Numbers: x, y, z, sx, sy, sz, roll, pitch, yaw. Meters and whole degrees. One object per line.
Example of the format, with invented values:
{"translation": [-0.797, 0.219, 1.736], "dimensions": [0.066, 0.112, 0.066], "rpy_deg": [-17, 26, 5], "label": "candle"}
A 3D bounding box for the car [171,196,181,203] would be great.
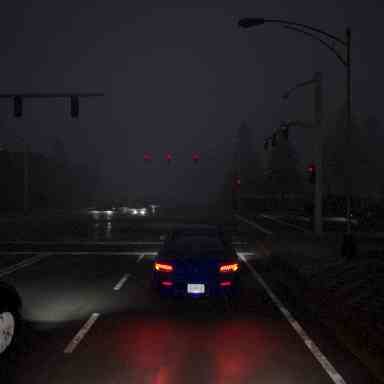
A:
{"translation": [-3.447, 1.476, 69.651], "dimensions": [1.882, 1.535, 5.008], "rpy_deg": [0, 0, 0], "label": "car"}

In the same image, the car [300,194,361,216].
{"translation": [13.078, 1.221, 31.153], "dimensions": [5.566, 2.045, 2.150], "rpy_deg": [0, 0, 0], "label": "car"}

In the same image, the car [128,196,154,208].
{"translation": [-7.091, 1.491, 46.764], "dimensions": [2.128, 1.511, 4.902], "rpy_deg": [0, 0, 0], "label": "car"}

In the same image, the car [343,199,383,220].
{"translation": [15.898, 1.547, 27.652], "dimensions": [5.357, 1.411, 2.033], "rpy_deg": [0, 0, 0], "label": "car"}

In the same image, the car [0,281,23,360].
{"translation": [-3.440, 1.505, 3.008], "dimensions": [1.837, 1.490, 4.892], "rpy_deg": [0, 0, 0], "label": "car"}

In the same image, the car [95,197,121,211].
{"translation": [-10.607, 1.525, 41.477], "dimensions": [1.812, 1.442, 4.674], "rpy_deg": [0, 0, 0], "label": "car"}

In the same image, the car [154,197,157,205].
{"translation": [-7.080, 1.504, 57.289], "dimensions": [1.837, 1.490, 4.892], "rpy_deg": [0, 0, 1], "label": "car"}

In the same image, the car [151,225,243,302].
{"translation": [0.135, 1.526, 8.140], "dimensions": [1.812, 1.442, 4.674], "rpy_deg": [0, 0, 2], "label": "car"}

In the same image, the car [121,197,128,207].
{"translation": [-10.608, 1.477, 51.192], "dimensions": [1.882, 1.535, 5.008], "rpy_deg": [0, 0, 0], "label": "car"}
